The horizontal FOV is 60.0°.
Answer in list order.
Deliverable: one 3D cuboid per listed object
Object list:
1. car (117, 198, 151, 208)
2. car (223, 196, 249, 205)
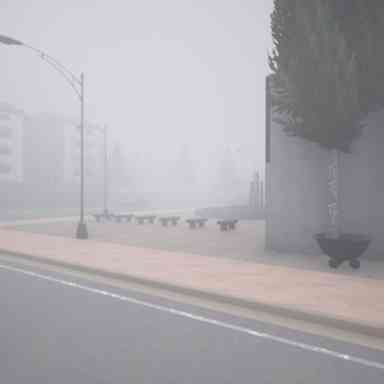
[{"bbox_3d":[-8.117,1.566,46.781,4.718,1.301,1.895,0,0,-43],"label":"car"},{"bbox_3d":[7.514,1.388,56.765,4.553,1.767,2.097,0,0,-21],"label":"car"}]
